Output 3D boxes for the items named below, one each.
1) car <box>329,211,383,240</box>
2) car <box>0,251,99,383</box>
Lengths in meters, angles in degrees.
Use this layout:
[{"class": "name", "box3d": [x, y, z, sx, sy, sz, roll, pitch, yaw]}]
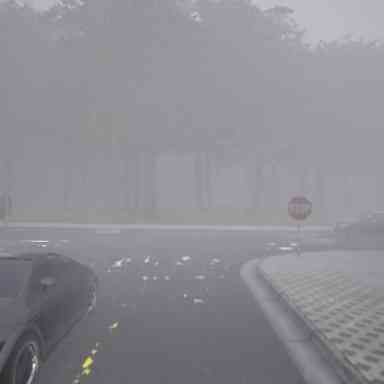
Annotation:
[{"class": "car", "box3d": [10.047, 1.788, 18.340, 4.674, 1.442, 1.812, 0, 1, 0]}, {"class": "car", "box3d": [-2.826, 1.627, 4.934, 1.994, 1.385, 4.181, 0, -1, 0]}]
